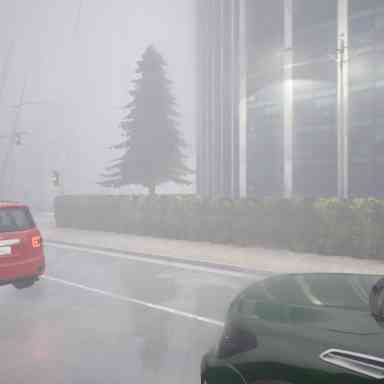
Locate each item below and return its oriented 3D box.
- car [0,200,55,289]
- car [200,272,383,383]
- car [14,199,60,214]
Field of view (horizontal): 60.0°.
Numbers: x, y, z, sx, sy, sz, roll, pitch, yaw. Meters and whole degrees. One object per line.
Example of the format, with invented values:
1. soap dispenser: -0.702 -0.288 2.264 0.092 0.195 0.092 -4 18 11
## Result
1. car: -5.740 1.221 8.023 5.566 2.045 2.150 0 0 38
2. car: 2.730 1.221 2.043 5.566 2.045 2.150 0 0 36
3. car: -17.178 1.564 37.017 1.994 1.385 4.181 0 0 36
